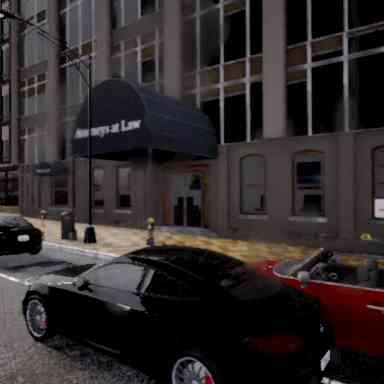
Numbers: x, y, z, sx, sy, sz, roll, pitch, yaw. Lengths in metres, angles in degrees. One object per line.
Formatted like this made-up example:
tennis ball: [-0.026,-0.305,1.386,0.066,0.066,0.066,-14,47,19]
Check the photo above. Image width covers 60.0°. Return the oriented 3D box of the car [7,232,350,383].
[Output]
car: [-0.515,1.500,4.731,4.674,1.442,1.812,1,0,36]

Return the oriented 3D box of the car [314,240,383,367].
car: [2.292,1.440,4.938,4.097,1.590,1.967,1,-1,36]

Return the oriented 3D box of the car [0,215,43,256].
car: [-6.900,1.448,11.520,4.313,1.339,1.947,1,-1,36]
